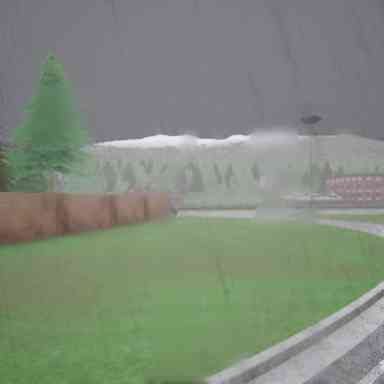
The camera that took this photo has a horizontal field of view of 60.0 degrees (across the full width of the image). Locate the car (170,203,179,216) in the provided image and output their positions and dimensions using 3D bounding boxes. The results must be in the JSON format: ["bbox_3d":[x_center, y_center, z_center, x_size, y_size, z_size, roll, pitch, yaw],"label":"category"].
[{"bbox_3d":[-4.165,2.308,44.714,4.553,1.767,2.097,-1,-1,12],"label":"car"}]
